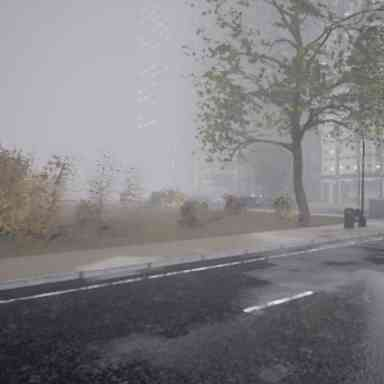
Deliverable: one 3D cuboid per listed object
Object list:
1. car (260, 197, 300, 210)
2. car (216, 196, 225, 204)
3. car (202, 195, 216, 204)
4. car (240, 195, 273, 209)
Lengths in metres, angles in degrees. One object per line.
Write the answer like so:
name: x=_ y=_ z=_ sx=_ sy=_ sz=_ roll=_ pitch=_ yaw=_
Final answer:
car: x=11.202 y=1.443 z=42.724 sx=1.882 sy=1.535 sz=5.008 roll=1 pitch=0 yaw=-34
car: x=4.966 y=1.561 z=63.898 sx=1.812 sy=1.442 sz=4.674 roll=1 pitch=0 yaw=-34
car: x=1.790 y=1.336 z=62.845 sx=2.097 sy=1.767 sz=4.553 roll=1 pitch=0 yaw=-34
car: x=7.637 y=1.266 z=42.212 sx=2.097 sy=1.767 sz=4.553 roll=1 pitch=0 yaw=-34
